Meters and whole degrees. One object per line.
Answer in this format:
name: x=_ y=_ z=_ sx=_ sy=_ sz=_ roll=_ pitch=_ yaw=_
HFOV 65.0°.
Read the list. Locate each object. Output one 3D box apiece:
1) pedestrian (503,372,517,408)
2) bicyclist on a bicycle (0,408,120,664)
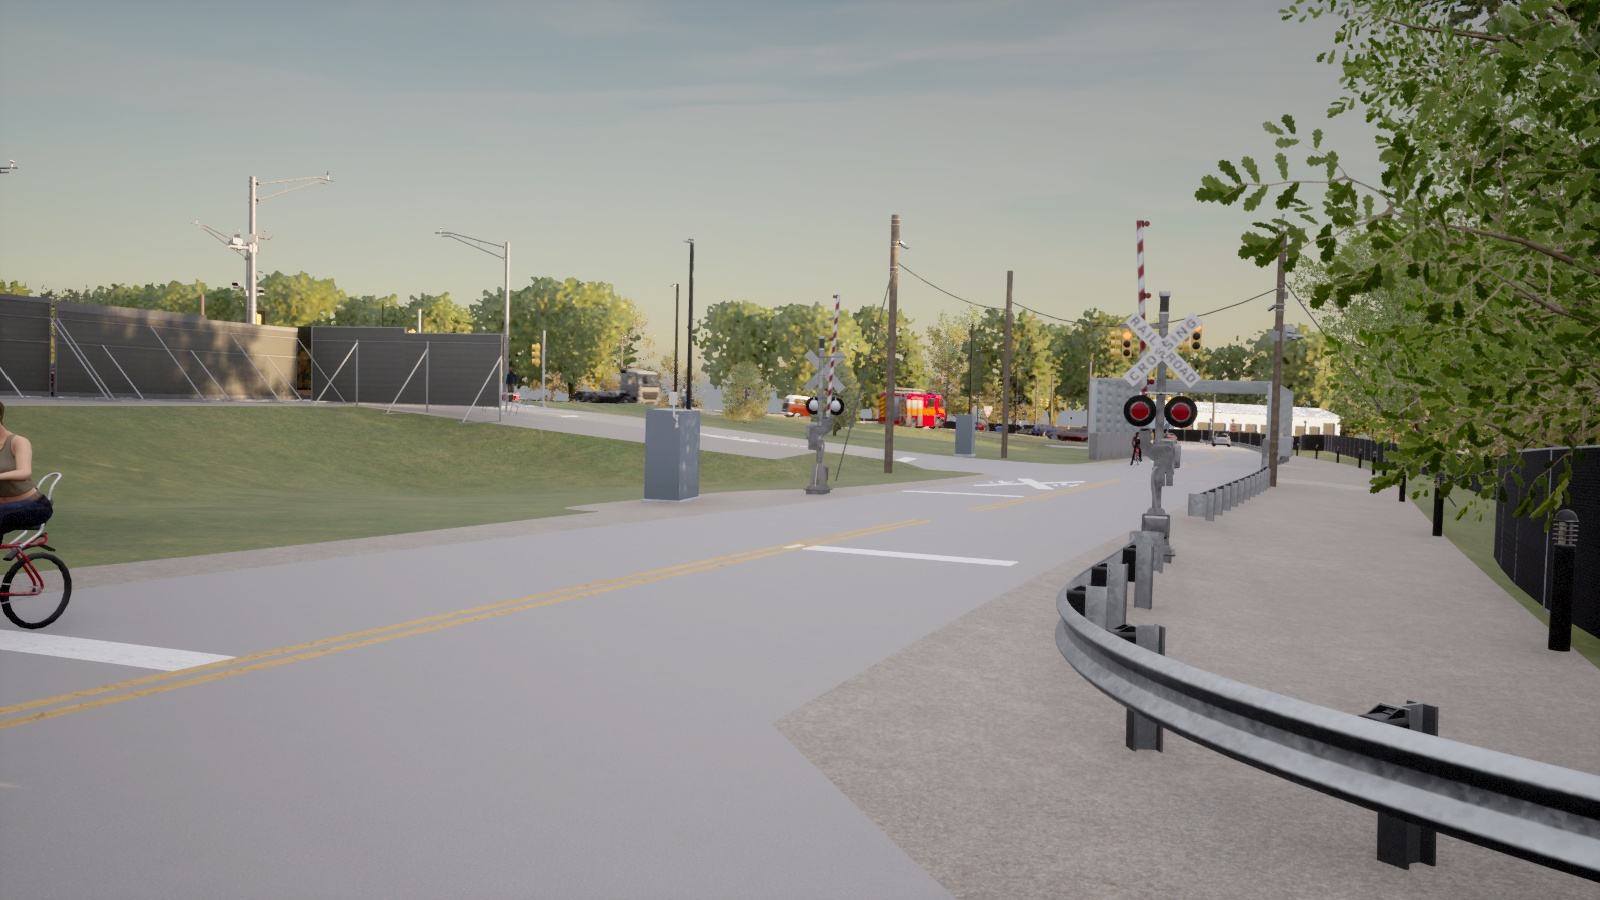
pedestrian: x=-15.083 y=-3.132 z=65.259 sx=0.402 sy=1.842 sz=0.726 roll=1 pitch=3 yaw=17
bicyclist on a bicycle: x=-5.397 y=0.536 z=8.177 sx=0.866 sy=1.612 sz=1.509 roll=1 pitch=1 yaw=19
